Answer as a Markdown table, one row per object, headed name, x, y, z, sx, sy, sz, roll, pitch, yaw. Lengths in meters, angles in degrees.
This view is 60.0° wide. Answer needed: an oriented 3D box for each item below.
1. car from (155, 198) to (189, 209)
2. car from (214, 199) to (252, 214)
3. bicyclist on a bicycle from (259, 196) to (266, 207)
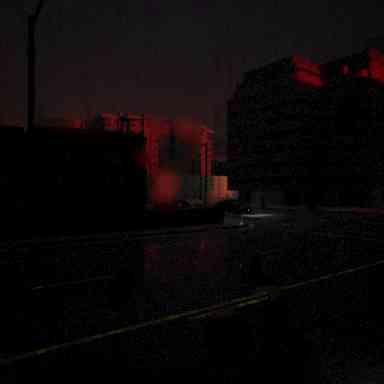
| name | x | y | z | sx | sy | sz | roll | pitch | yaw |
| --- | --- | --- | --- | --- | --- | --- | --- | --- | --- |
| car | -3.069 | 1.492 | 44.455 | 2.128 | 1.511 | 4.902 | 0 | 0 | -37 |
| car | 4.208 | 1.526 | 34.961 | 1.812 | 1.442 | 4.674 | 0 | 0 | -37 |
| bicyclist on a bicycle | 9.718 | 1.303 | 45.827 | 1.656 | 1.620 | 0.582 | 0 | 0 | -37 |
